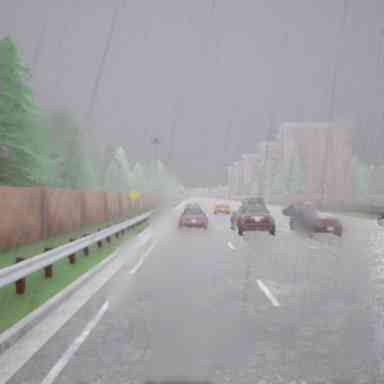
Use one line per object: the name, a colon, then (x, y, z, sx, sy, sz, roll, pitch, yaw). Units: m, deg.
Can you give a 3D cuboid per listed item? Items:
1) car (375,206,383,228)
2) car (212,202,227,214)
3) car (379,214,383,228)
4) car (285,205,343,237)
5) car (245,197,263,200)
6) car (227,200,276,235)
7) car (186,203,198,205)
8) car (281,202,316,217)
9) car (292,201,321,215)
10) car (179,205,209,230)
car: (14.096, 1.714, 21.426, 1.882, 1.535, 5.008, 0, -1, 0)
car: (3.610, 1.933, 41.296, 1.882, 1.535, 5.008, 0, 0, 0)
car: (10.604, 1.639, 14.606, 1.882, 1.535, 5.008, 0, 0, 0)
car: (7.106, 1.740, 19.359, 1.812, 1.442, 4.674, 0, -1, 0)
car: (7.110, 1.651, 38.842, 2.150, 2.045, 5.566, 0, 0, 0)
car: (3.605, 1.577, 20.403, 2.097, 1.767, 4.553, 0, -1, 0)
car: (0.111, 2.012, 40.622, 1.994, 1.385, 4.181, 0, -1, 0)
car: (10.608, 1.920, 33.757, 2.033, 1.411, 5.357, 0, -1, 0)
car: (14.110, 1.932, 41.295, 1.882, 1.535, 5.008, 0, 0, 0)
car: (0.106, 1.819, 23.054, 1.994, 1.385, 4.181, 0, -1, 0)
